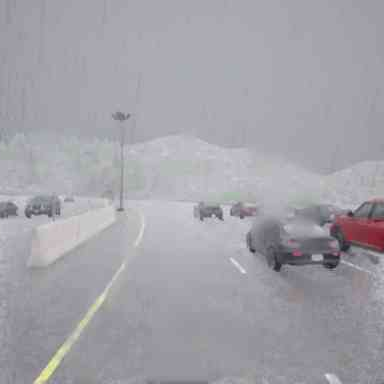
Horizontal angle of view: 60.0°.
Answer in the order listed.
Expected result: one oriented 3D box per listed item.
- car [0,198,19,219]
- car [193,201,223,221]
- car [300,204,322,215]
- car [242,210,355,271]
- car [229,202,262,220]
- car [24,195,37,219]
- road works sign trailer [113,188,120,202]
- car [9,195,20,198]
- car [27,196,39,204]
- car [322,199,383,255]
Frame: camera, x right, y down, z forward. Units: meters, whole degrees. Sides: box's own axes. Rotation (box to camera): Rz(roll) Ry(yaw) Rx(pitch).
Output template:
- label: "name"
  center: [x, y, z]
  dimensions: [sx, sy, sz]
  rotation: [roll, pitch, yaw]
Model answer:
- label: "car"
  center: [-16.959, 1.587, 29.539]
  dimensions: [1.837, 1.490, 4.892]
  rotation: [0, 0, -11]
- label: "car"
  center: [1.287, 1.542, 27.661]
  dimensions: [1.837, 1.490, 4.892]
  rotation: [0, 0, -8]
- label: "car"
  center: [9.001, 1.560, 23.103]
  dimensions: [2.033, 1.411, 5.357]
  rotation: [0, 0, -7]
- label: "car"
  center: [3.113, 1.534, 10.913]
  dimensions: [1.812, 1.442, 4.674]
  rotation: [0, 0, -3]
- label: "car"
  center: [4.628, 1.556, 28.880]
  dimensions: [1.812, 1.442, 4.674]
  rotation: [0, 0, -9]
- label: "car"
  center: [-13.607, 1.298, 30.725]
  dimensions: [2.150, 2.045, 5.566]
  rotation: [0, 0, -11]
- label: "road works sign trailer"
  center: [-19.001, 0.624, 80.614]
  dimensions: [2.380, 3.560, 2.880]
  rotation: [0, 0, -28]
- label: "car"
  center: [-36.238, 1.432, 67.834]
  dimensions: [1.812, 1.442, 4.674]
  rotation: [0, 0, -25]
- label: "car"
  center: [-32.358, 1.618, 67.759]
  dimensions: [1.994, 1.385, 4.181]
  rotation: [0, 0, -23]
- label: "car"
  center: [6.645, 1.222, 10.849]
  dimensions: [2.150, 2.045, 5.566]
  rotation: [0, 0, -3]
